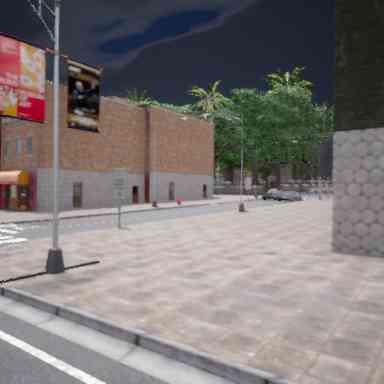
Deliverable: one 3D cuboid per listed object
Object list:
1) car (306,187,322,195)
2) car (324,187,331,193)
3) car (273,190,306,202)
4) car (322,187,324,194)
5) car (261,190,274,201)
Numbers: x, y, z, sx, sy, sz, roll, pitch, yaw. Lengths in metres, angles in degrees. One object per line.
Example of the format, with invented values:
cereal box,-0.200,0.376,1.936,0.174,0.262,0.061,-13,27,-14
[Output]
car,24.410,-0.204,67.909,2.008,1.369,4.403,3,3,35
car,28.578,-0.358,73.698,2.008,1.369,4.403,3,3,35
car,12.342,0.509,41.863,1.994,1.385,4.181,1,2,37
car,25.537,-0.272,69.528,1.752,1.417,4.829,3,3,35
car,11.277,0.410,45.128,2.033,1.411,5.357,1,2,36
